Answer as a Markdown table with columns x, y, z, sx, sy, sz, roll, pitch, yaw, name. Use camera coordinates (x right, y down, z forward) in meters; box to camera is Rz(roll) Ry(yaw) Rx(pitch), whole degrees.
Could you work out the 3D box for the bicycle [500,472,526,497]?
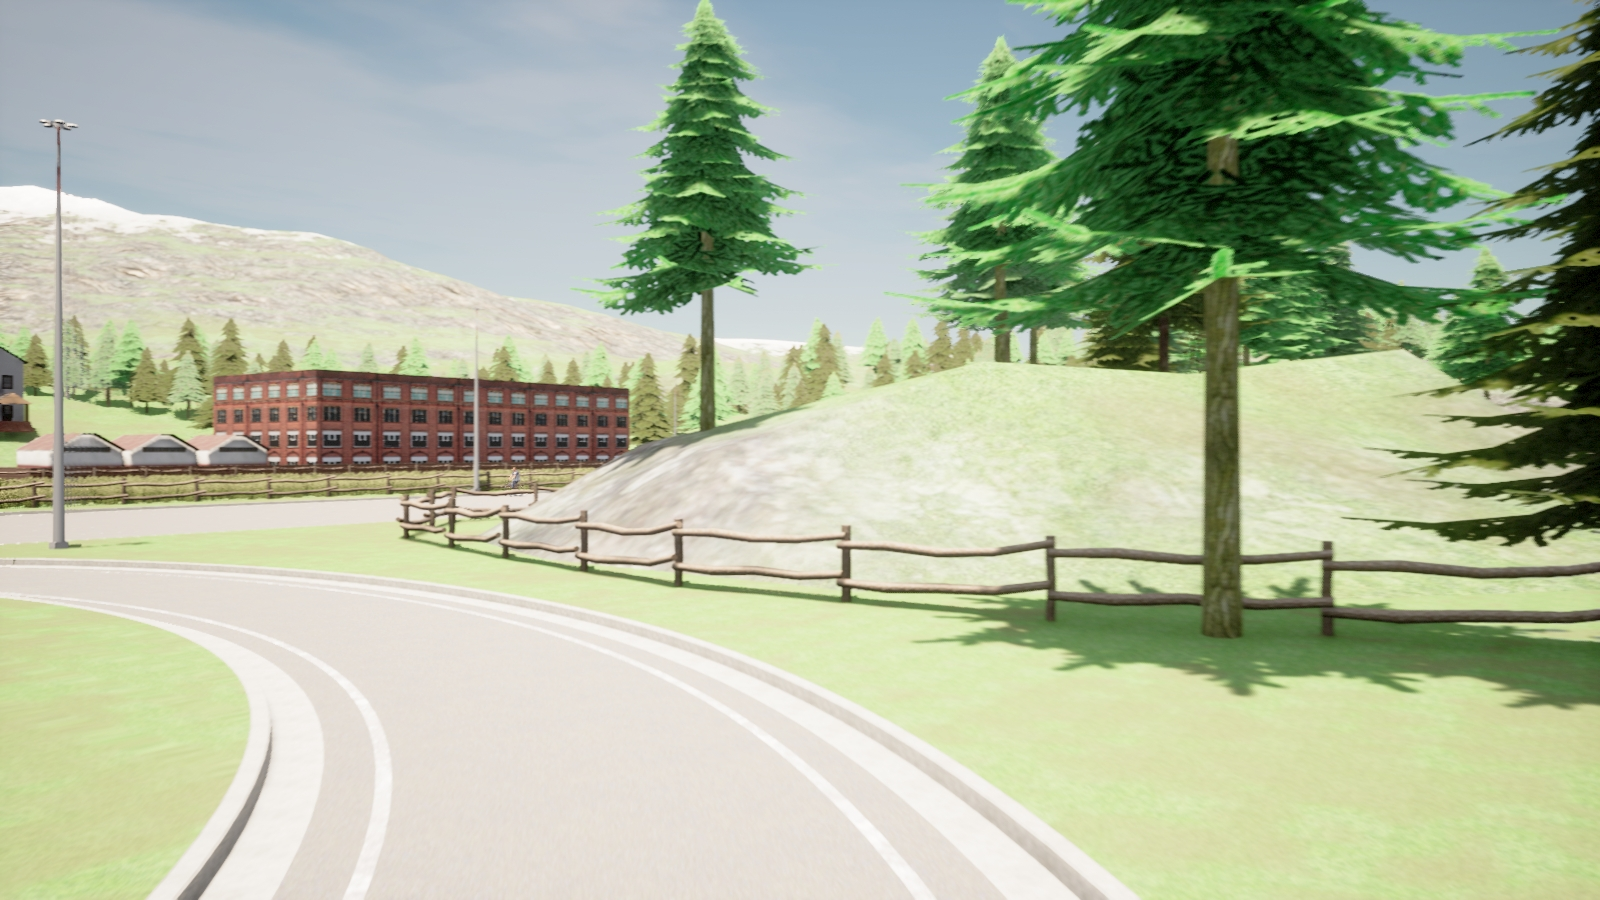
| x | y | z | sx | sy | sz | roll | pitch | yaw | name |
| --- | --- | --- | --- | --- | --- | --- | --- | --- | --- |
| -17.296 | 2.072 | 68.866 | 0.373 | 1.496 | 1.643 | 0 | 0 | 35 | bicycle |
